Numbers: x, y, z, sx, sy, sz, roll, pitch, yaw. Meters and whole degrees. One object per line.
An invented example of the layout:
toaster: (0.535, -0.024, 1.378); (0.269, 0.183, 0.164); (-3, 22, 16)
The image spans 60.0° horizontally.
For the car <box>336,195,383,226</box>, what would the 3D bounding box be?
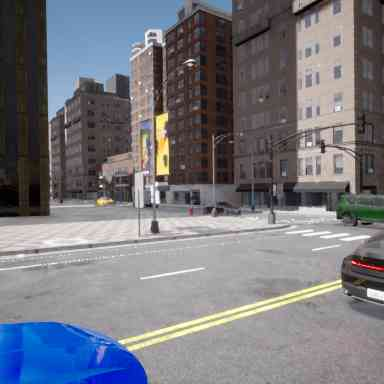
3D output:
car: (11.740, 1.219, 20.525); (2.150, 2.045, 5.566); (0, 0, -33)

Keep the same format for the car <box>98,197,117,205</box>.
car: (-17.194, 1.741, 67.582); (2.033, 1.411, 5.357); (-1, 0, -35)

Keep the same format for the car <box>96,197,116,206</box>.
car: (-15.709, 1.732, 60.087); (1.882, 1.535, 5.008); (-1, 0, -35)

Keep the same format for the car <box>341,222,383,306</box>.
car: (5.114, 1.504, 7.092); (4.892, 1.490, 1.837); (0, 0, -36)

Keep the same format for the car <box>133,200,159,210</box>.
car: (-6.448, 1.762, 46.775); (1.895, 1.301, 4.718); (-1, 0, -35)

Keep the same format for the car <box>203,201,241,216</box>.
car: (2.907, 1.630, 33.477); (1.812, 1.442, 4.674); (-1, 0, -35)

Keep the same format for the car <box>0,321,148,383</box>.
car: (-2.577, 1.478, 1.603); (5.008, 1.535, 1.882); (0, 0, -35)
